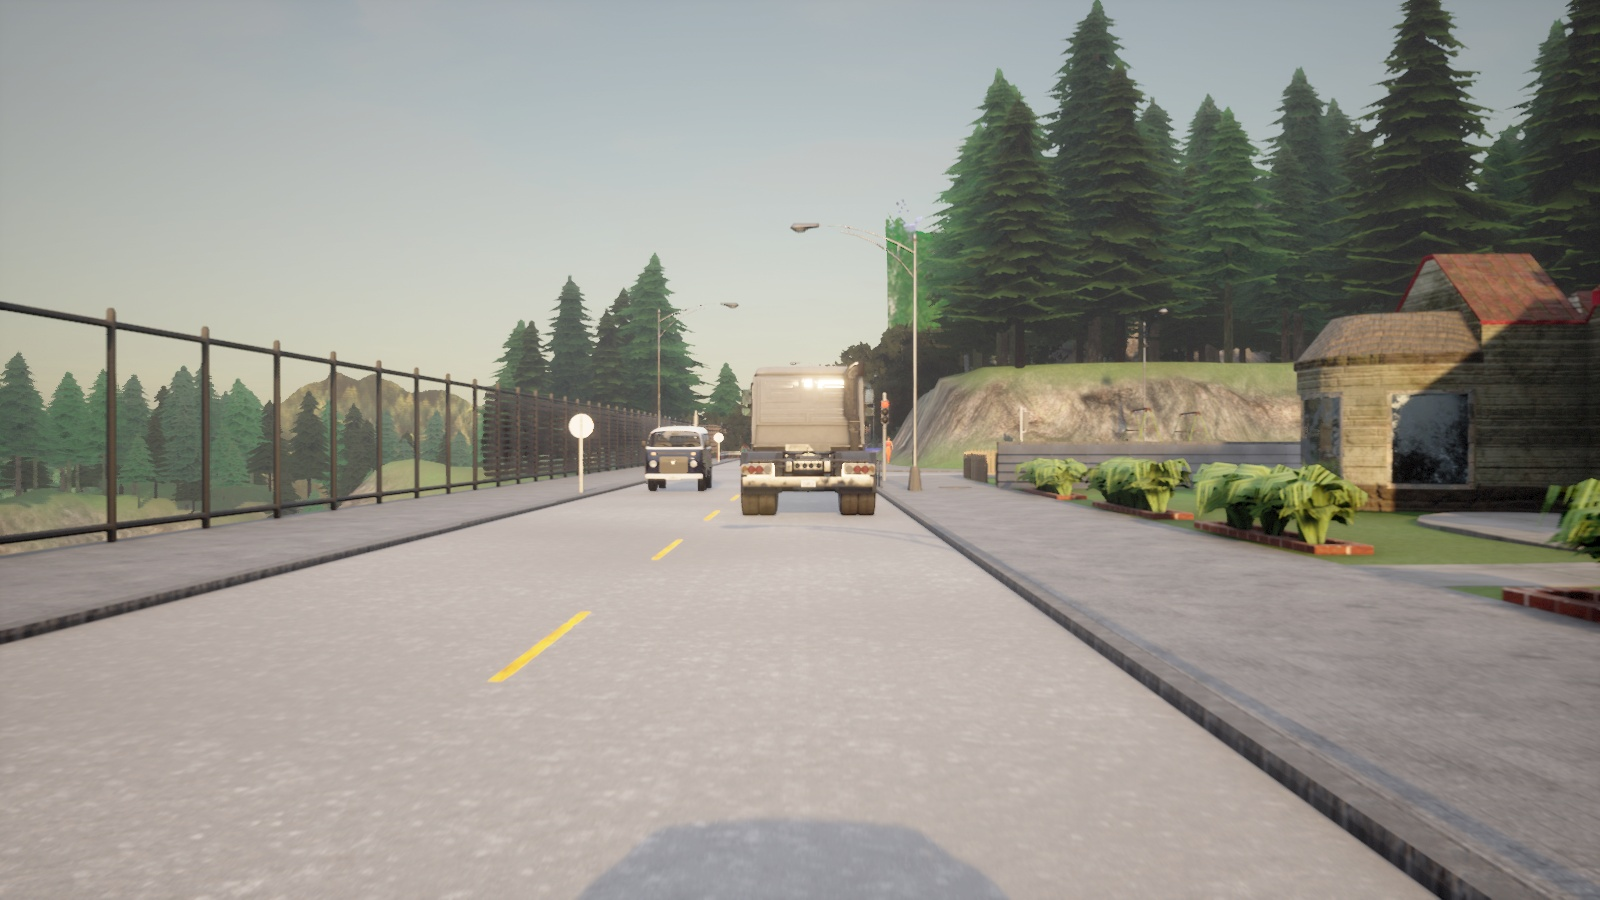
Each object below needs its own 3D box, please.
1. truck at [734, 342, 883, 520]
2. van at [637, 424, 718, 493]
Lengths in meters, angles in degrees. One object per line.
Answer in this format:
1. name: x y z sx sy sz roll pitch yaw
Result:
1. truck: 0.184 -0.395 28.399 2.891 3.462 7.936 0 0 0
2. van: -3.750 0.245 39.294 2.069 2.038 4.480 0 0 0
